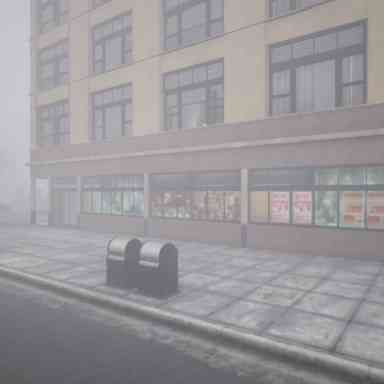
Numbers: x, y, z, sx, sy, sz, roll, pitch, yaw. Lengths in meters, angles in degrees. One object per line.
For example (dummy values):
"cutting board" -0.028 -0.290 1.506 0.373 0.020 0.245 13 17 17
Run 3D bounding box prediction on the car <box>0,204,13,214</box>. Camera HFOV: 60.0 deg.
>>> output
"car" -20.323 1.526 33.056 1.812 1.442 4.674 0 0 36
